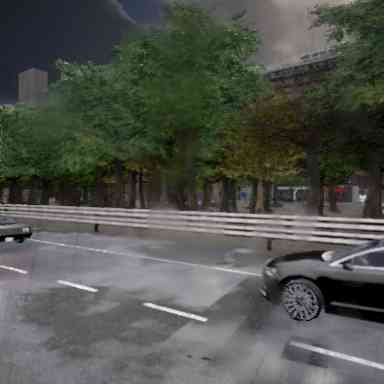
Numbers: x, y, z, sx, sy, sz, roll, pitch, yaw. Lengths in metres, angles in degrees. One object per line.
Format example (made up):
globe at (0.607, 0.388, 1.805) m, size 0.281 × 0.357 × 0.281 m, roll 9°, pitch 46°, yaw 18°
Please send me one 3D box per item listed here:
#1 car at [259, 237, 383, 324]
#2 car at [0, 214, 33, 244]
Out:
car at (3.588, 1.493, 5.609) m, size 4.902 × 1.511 × 2.128 m, roll 0°, pitch 0°, yaw 35°
car at (-9.142, 1.629, 14.704) m, size 4.718 × 1.301 × 1.895 m, roll 0°, pitch 0°, yaw 36°
